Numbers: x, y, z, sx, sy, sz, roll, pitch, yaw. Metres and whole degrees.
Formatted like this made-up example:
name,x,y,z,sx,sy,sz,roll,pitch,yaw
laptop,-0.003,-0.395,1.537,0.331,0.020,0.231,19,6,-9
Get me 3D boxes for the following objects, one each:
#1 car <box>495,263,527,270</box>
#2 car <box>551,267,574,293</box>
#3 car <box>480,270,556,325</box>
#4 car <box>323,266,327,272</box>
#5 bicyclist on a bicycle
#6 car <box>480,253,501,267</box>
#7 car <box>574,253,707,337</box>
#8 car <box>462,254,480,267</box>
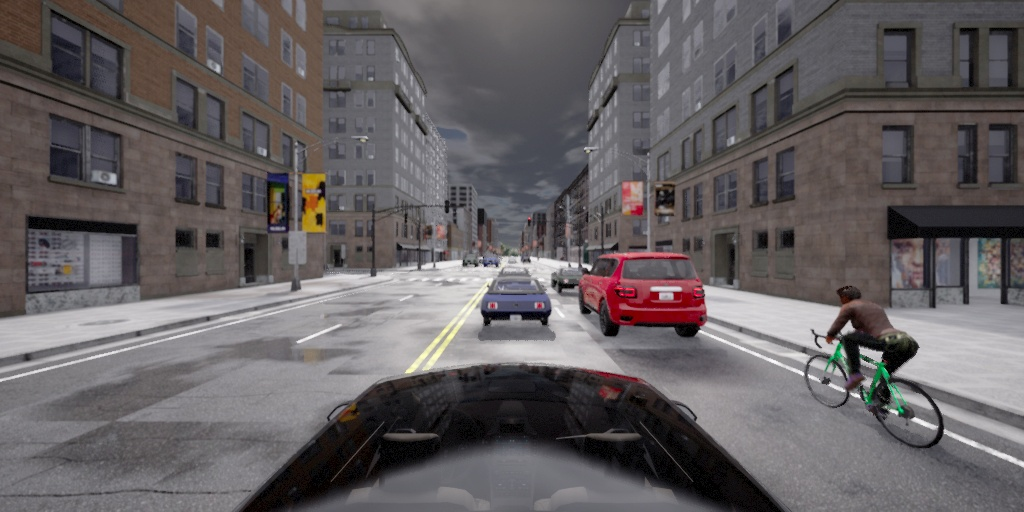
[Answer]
name,x,y,z,sx,sy,sz,roll,pitch,yaw
car,0.121,1.255,21.281,1.895,1.301,4.718,0,0,0
car,3.270,1.261,20.028,1.895,1.301,4.718,0,0,0
car,0.111,1.302,11.500,1.895,1.301,4.718,0,0,0
car,-21.357,1.107,35.578,5.357,1.411,2.033,0,0,0
bicyclist on a bicycle,4.150,1.190,4.264,0.582,1.620,1.656,0,0,0
car,-3.274,0.711,56.347,2.150,2.045,5.566,0,0,0
car,3.334,0.929,10.257,2.150,2.045,5.566,0,0,2
car,-6.524,0.711,56.499,2.150,2.045,5.566,0,0,0
